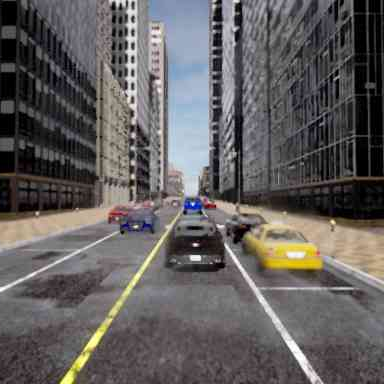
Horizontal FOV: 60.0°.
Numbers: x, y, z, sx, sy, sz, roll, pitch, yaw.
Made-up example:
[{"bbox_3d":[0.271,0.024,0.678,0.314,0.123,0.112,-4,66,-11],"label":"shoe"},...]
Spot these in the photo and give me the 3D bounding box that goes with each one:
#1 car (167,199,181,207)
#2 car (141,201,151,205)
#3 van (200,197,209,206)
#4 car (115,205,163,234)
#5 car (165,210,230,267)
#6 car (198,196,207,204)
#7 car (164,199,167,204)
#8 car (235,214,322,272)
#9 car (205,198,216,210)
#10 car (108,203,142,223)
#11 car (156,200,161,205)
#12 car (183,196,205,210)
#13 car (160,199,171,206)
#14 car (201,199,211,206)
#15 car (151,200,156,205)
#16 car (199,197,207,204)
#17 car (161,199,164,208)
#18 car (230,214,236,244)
[{"bbox_3d":[-3.037,2.054,61.613,1.812,1.442,4.674,0,0,1],"label":"car"},{"bbox_3d":[-5.674,1.834,33.046,2.008,1.369,4.403,1,0,0],"label":"car"},{"bbox_3d":[2.713,1.961,72.161,1.690,1.788,3.998,1,0,0],"label":"van"},{"bbox_3d":[-3.099,1.738,20.296,1.994,1.385,4.181,0,0,0],"label":"car"},{"bbox_3d":[0.095,1.609,11.827,1.837,1.490,4.892,0,0,0],"label":"car"},{"bbox_3d":[2.715,2.080,88.893,2.192,1.841,5.009,1,-1,0],"label":"car"},{"bbox_3d":[-5.673,2.020,55.346,1.887,1.381,4.507,1,0,0],"label":"car"},{"bbox_3d":[2.705,1.620,10.983,1.752,1.417,4.829,1,0,0],"label":"car"},{"bbox_3d":[2.707,1.972,49.852,1.887,1.381,4.507,1,0,0],"label":"car"},{"bbox_3d":[-5.675,1.780,27.471,1.887,1.381,4.507,1,0,0],"label":"car"},{"bbox_3d":[-5.673,1.930,44.196,2.008,1.369,4.403,1,0,0],"label":"car"},{"bbox_3d":[0.102,1.569,40.733,2.150,2.045,5.566,0,-1,0],"label":"car"},{"bbox_3d":[-5.672,2.170,72.070,2.008,1.369,4.403,1,0,0],"label":"car"},{"bbox_3d":[2.708,2.153,66.583,1.802,1.307,4.206,1,0,0],"label":"car"},{"bbox_3d":[-5.674,1.876,38.621,1.887,1.381,4.507,1,0,0],"label":"car"},{"bbox_3d":[2.712,2.157,83.314,1.967,1.590,4.097,1,0,0],"label":"car"},{"bbox_3d":[-5.674,1.993,49.771,1.947,1.339,4.313,1,0,0],"label":"car"},{"bbox_3d":[2.704,1.707,16.390,1.947,1.339,4.313,1,0,0],"label":"car"}]
